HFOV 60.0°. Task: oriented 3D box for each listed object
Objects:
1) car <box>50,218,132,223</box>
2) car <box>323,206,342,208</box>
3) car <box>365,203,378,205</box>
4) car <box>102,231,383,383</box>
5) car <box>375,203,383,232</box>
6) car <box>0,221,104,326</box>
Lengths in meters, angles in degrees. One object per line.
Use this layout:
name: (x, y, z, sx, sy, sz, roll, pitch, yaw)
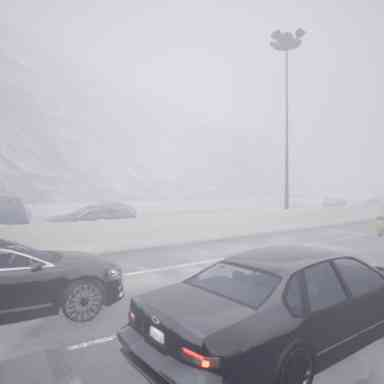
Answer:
car: (-5.286, 1.498, 17.596, 4.902, 1.511, 2.128, 0, 0, -37)
car: (19.370, 1.488, 44.875, 1.882, 1.535, 5.008, 0, 0, 42)
car: (25.044, 1.610, 45.977, 1.895, 1.301, 4.718, 0, 0, 41)
car: (1.641, 1.549, 5.004, 5.357, 1.411, 2.033, 0, 0, -37)
car: (11.302, 1.481, 17.234, 5.008, 1.535, 1.882, 0, 0, -41)
car: (-3.559, 1.494, 5.538, 4.902, 1.511, 2.128, 0, 0, -36)
